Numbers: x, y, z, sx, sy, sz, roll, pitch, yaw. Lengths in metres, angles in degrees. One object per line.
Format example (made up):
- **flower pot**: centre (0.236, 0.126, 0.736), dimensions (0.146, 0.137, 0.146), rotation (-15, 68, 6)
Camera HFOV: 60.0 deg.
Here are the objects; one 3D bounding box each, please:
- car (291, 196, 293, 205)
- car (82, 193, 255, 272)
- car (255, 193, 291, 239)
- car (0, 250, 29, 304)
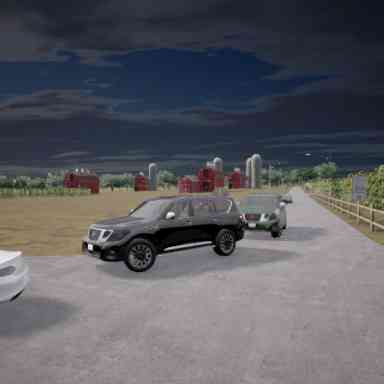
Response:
- **car**: centre (13.441, 1.096, 47.766), dimensions (1.994, 1.385, 4.181), rotation (0, 0, 18)
- **car**: centre (-0.676, 1.143, 10.947), dimensions (5.566, 2.045, 2.150), rotation (-1, 1, -39)
- **car**: centre (3.588, 1.068, 17.039), dimensions (2.150, 2.045, 5.566), rotation (0, 0, 21)
- **car**: centre (-5.532, 1.618, 5.978), dimensions (4.674, 1.442, 1.812), rotation (-2, 1, -16)
